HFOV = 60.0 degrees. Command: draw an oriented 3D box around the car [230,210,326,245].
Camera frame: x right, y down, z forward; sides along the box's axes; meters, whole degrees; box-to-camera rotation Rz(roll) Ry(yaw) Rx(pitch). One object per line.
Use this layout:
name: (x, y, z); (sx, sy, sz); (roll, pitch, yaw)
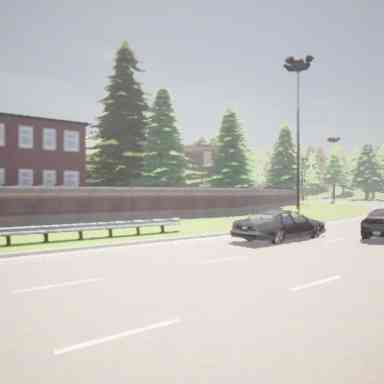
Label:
car: (4.134, 1.553, 15.550); (5.357, 1.411, 2.033); (0, 0, -39)

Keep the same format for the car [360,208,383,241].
car: (9.698, 1.512, 15.835); (4.892, 1.490, 1.837); (0, 1, -42)
